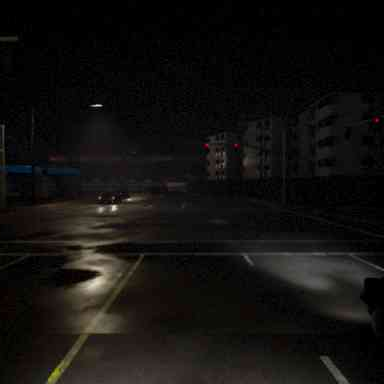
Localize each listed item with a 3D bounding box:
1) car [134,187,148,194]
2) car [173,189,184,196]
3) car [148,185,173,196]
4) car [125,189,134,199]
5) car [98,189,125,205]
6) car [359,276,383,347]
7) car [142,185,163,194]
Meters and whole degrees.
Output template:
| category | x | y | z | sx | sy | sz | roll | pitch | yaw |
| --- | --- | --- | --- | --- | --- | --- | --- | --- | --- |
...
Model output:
| category | x | y | z | sx | sy | sz | roll | pitch | yaw |
| --- | --- | --- | --- | --- | --- | --- | --- | --- | --- |
| car | -12.613 | -0.160 | 79.700 | 1.895 | 1.301 | 4.718 | -1 | 2 | -45 |
| car | -3.664 | 0.029 | 73.638 | 2.033 | 1.411 | 5.357 | -1 | 2 | -32 |
| car | -6.917 | -0.252 | 72.252 | 2.150 | 2.045 | 5.566 | -1 | 2 | -32 |
| car | -11.652 | 0.232 | 56.825 | 2.097 | 1.767 | 4.553 | 0 | 1 | -16 |
| car | -9.975 | 0.605 | 40.584 | 2.097 | 1.767 | 4.553 | 0 | 1 | -1 |
| car | 3.575 | 1.568 | 3.156 | 1.895 | 1.301 | 4.718 | 0 | 1 | 0 |
| car | -9.700 | -0.618 | 81.702 | 2.150 | 2.045 | 5.566 | -1 | 2 | -45 |
